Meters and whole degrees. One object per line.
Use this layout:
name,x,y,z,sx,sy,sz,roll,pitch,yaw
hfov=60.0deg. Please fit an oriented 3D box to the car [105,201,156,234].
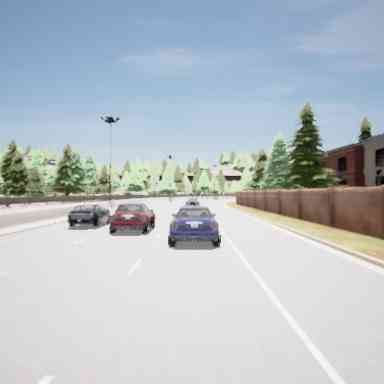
car,-3.406,1.411,19.835,2.097,1.767,4.553,0,0,0

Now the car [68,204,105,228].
car,-6.907,1.561,22.835,2.128,1.511,4.902,0,0,0

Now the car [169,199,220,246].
car,0.095,1.399,15.581,2.097,1.767,4.553,0,0,0
